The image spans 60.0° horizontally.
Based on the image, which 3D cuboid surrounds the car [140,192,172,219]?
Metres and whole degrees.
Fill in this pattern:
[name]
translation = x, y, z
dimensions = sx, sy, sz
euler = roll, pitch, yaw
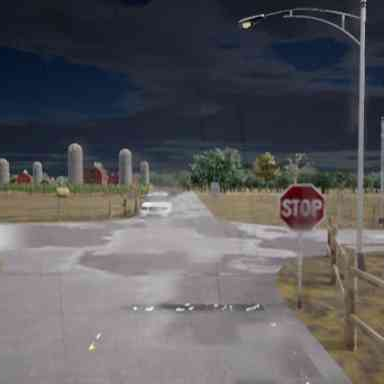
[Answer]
[car]
translation = -2.804, 1.111, 27.080
dimensions = 2.150, 2.045, 5.566
euler = 0, 2, 0
